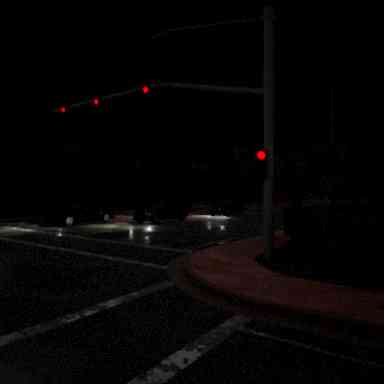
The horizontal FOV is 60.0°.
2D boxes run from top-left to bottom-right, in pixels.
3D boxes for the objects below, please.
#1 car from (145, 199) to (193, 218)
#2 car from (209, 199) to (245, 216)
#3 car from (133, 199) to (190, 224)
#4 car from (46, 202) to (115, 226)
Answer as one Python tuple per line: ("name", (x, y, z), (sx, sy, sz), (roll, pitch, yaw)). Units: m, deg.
("car", (-2.084, 1.494, 31.565), (1.837, 1.490, 4.892), (0, 0, 36))
("car", (3.578, 1.496, 33.418), (1.837, 1.490, 4.892), (0, 0, 36))
("car", (-2.289, 1.470, 25.288), (1.882, 1.535, 5.008), (0, 0, 36))
("car", (-7.806, 1.469, 23.603), (1.882, 1.535, 5.008), (0, 0, 36))
